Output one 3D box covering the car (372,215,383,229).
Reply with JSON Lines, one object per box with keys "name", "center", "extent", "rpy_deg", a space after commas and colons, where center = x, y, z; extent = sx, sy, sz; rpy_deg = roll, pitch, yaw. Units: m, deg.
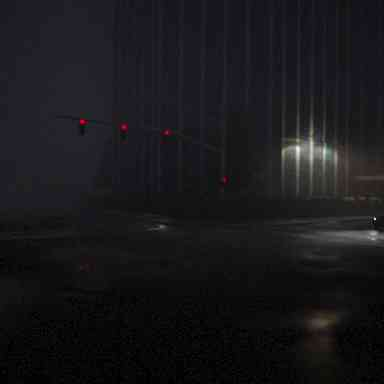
{"name": "car", "center": [14.374, 1.873, 22.845], "extent": [4.718, 1.301, 1.895], "rpy_deg": [1, 0, -35]}
